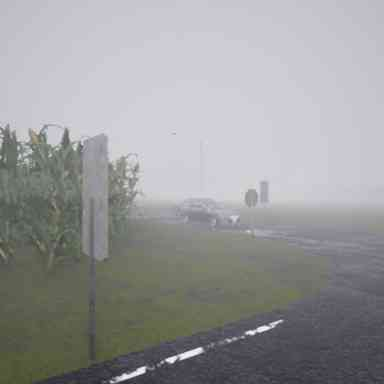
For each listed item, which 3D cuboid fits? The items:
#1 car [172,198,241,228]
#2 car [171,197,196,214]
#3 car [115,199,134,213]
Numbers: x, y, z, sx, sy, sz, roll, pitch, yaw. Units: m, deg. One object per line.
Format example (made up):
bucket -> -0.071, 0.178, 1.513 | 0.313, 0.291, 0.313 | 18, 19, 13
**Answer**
car -> 1.099, 1.414, 21.845 | 2.128, 1.511, 4.902 | 0, 1, -36
car -> 0.126, 1.238, 27.891 | 2.097, 1.767, 4.553 | 0, 0, -35
car -> -7.596, 1.339, 33.712 | 1.837, 1.490, 4.892 | 0, 1, -36
